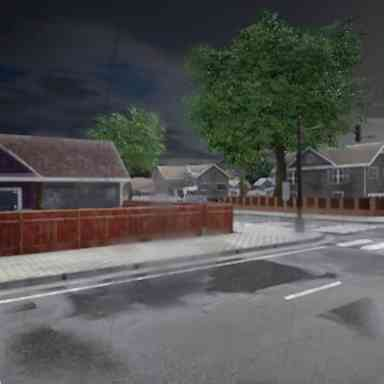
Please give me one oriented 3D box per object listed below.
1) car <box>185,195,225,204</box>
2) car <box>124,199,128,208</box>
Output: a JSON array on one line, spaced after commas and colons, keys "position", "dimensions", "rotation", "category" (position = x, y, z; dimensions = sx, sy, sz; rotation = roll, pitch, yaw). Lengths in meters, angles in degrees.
[{"position": [1.269, 1.341, 30.792], "dimensions": [2.150, 2.045, 5.566], "rotation": [-1, 0, -33], "category": "car"}, {"position": [-11.019, 1.774, 51.458], "dimensions": [2.128, 1.511, 4.902], "rotation": [-1, 0, -28], "category": "car"}]
